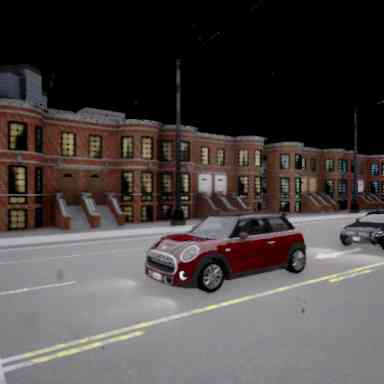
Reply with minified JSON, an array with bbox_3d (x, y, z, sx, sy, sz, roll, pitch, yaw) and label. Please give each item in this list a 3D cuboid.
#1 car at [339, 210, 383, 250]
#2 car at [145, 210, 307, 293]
[{"bbox_3d":[8.202,1.526,14.090,4.674,1.442,1.812,0,0,-35],"label":"car"},{"bbox_3d":[1.021,1.352,9.004,4.553,1.767,2.097,0,0,-35],"label":"car"}]
